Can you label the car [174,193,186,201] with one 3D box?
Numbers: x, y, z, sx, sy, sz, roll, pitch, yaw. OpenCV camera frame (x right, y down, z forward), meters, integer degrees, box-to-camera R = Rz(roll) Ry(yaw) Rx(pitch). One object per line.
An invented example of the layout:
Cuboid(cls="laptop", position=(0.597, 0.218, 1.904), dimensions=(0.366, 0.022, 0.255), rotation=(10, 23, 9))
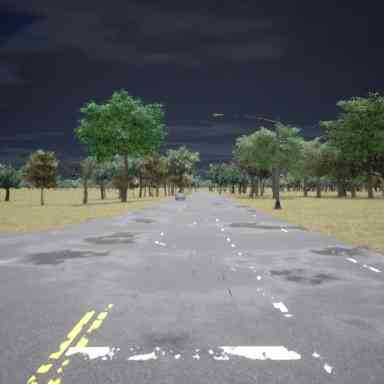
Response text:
Cuboid(cls="car", position=(-2.203, 0.978, 62.492), dimensions=(1.812, 1.442, 4.674), rotation=(0, 1, 2))
